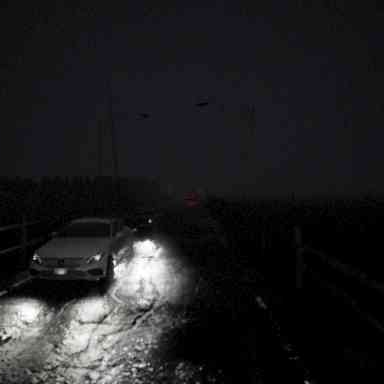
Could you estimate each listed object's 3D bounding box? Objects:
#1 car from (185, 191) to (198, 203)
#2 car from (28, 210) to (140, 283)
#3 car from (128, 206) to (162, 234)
[{"bbox_3d":[-0.067,1.053,58.239,1.837,1.490,4.892,0,0,0],"label":"car"},{"bbox_3d":[-2.852,1.458,9.576,1.812,1.442,4.674,0,0,0],"label":"car"},{"bbox_3d":[-2.771,1.489,18.366,1.895,1.301,4.718,0,0,0],"label":"car"}]
